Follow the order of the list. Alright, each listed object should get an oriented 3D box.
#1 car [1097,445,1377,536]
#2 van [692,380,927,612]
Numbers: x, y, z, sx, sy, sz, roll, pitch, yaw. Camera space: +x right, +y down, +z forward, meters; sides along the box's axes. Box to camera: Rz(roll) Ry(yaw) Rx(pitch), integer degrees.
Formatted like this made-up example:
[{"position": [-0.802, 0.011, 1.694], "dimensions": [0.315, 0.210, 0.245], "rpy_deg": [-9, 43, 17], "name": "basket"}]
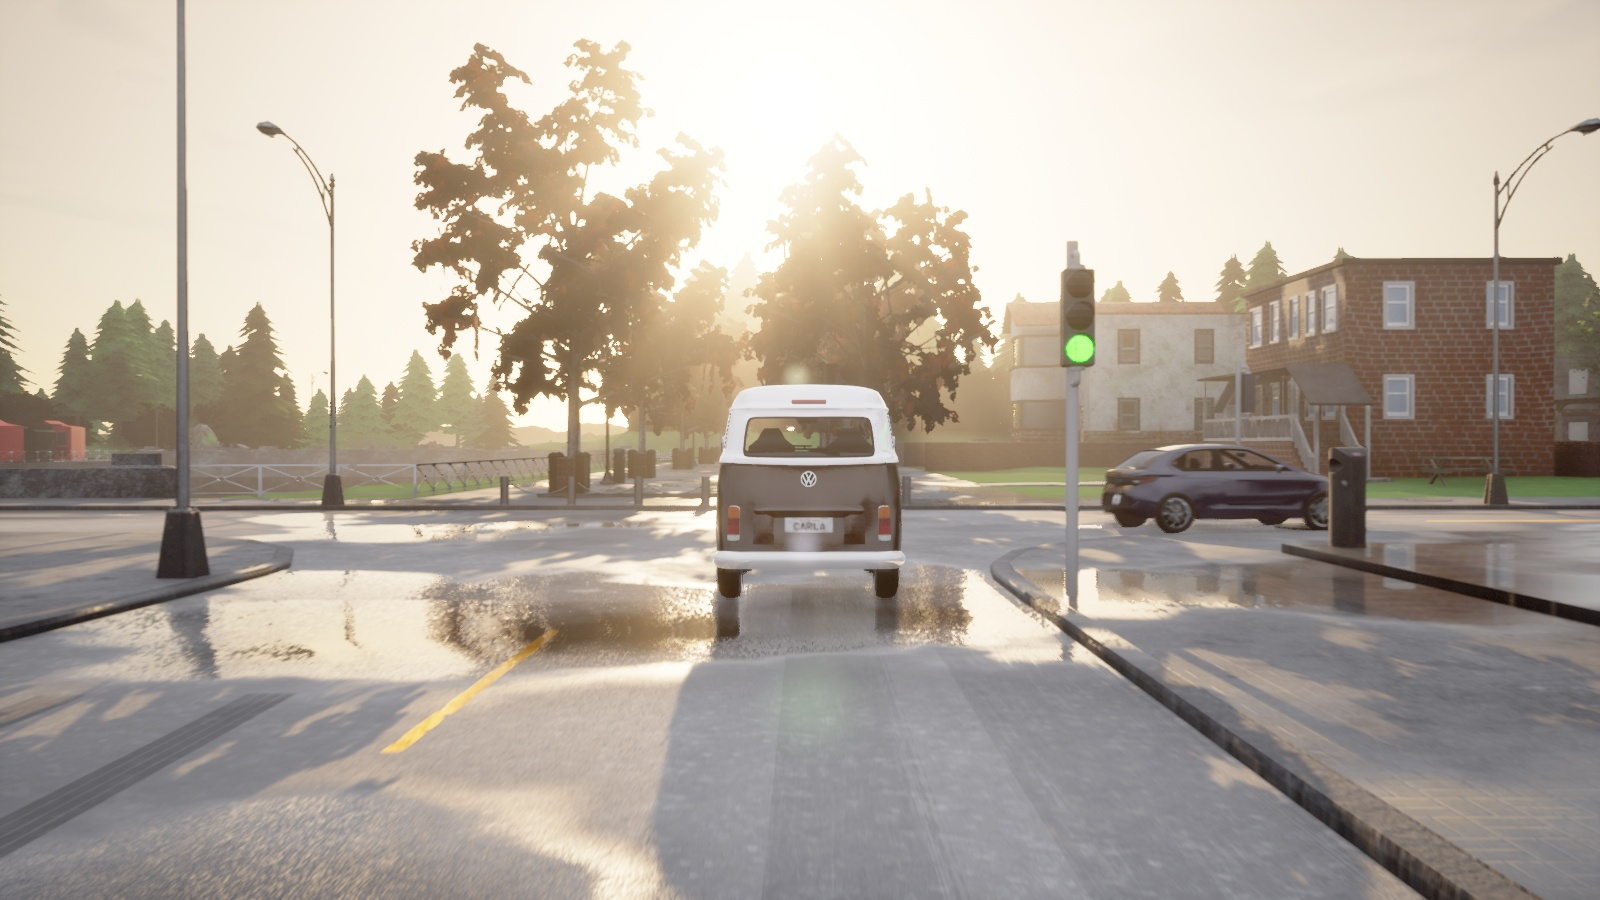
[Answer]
[{"position": [7.438, 0.645, 21.523], "dimensions": [4.193, 1.474, 1.816], "rpy_deg": [0, 0, -12], "name": "car"}, {"position": [0.092, 0.395, 13.314], "dimensions": [2.069, 2.038, 4.480], "rpy_deg": [0, 0, 0], "name": "van"}]
